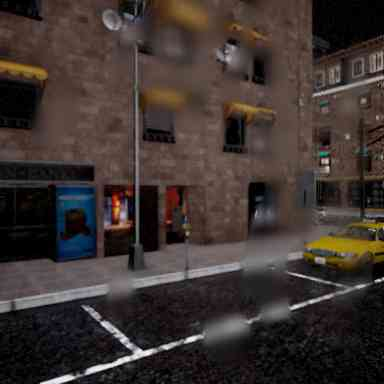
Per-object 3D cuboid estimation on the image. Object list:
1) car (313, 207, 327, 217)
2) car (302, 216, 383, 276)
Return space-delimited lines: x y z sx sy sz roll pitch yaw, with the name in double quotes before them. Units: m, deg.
"car" 9.036 1.533 28.280 2.128 1.511 4.902 0 0 -36
"car" 5.445 1.550 10.448 4.829 1.417 1.752 0 0 -35
